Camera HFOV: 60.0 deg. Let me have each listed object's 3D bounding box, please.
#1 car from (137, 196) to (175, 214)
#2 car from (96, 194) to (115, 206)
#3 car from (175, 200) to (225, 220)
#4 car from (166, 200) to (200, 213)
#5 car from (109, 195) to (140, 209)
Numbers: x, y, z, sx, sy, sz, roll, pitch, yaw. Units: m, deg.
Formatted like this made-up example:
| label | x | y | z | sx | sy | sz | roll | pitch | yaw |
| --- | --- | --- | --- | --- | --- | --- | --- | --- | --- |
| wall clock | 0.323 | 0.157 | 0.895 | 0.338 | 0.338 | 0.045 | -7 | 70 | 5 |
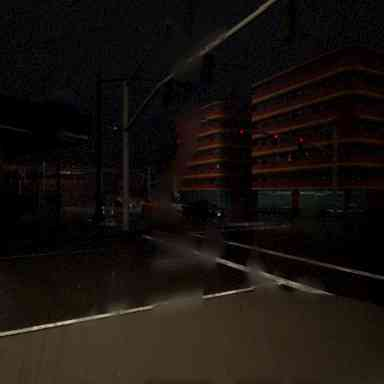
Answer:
| label | x | y | z | sx | sy | sz | roll | pitch | yaw |
| --- | --- | --- | --- | --- | --- | --- | --- | --- | --- |
| car | -4.019 | 1.478 | 36.314 | 1.882 | 1.535 | 5.008 | 0 | 0 | -30 |
| car | -14.229 | 1.505 | 53.744 | 1.837 | 1.490 | 4.892 | 0 | 0 | -30 |
| car | 0.852 | 1.492 | 28.039 | 2.128 | 1.511 | 4.902 | 0 | 0 | -30 |
| car | -1.082 | 1.601 | 38.616 | 1.895 | 1.301 | 4.718 | 0 | 0 | -30 |
| car | -9.116 | 1.492 | 44.977 | 2.128 | 1.511 | 4.902 | 0 | 0 | -30 |
